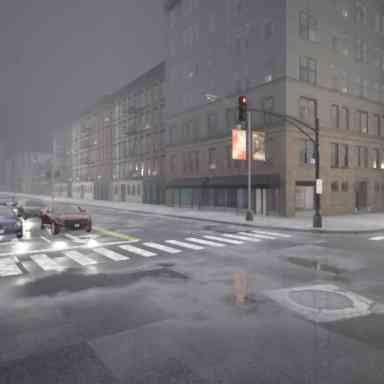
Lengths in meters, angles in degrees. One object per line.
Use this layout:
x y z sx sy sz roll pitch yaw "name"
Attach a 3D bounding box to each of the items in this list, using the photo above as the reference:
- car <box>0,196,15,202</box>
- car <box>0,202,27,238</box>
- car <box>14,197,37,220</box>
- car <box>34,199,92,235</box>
-21.984 1.194 39.851 2.128 1.511 4.902 -1 1 -35 "car"
-9.617 1.445 16.402 1.812 1.442 4.674 -1 1 -35 "car"
-12.350 1.327 25.975 1.837 1.490 4.892 -1 1 -35 "car"
-7.095 1.362 18.431 1.882 1.535 5.008 -1 1 -35 "car"
